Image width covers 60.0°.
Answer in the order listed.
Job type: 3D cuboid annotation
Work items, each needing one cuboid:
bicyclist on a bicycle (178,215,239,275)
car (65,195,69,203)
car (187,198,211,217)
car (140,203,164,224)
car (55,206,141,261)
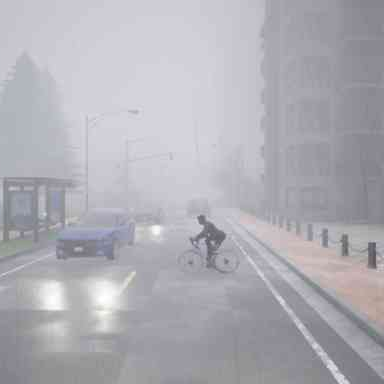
[{"bbox_3d":[0.438,1.442,9.023,1.656,1.620,0.582,-1,0,1],"label":"bicyclist on a bicycle"},{"bbox_3d":[-23.910,1.150,60.095,1.932,1.855,4.605,0,0,0],"label":"car"},{"bbox_3d":[0.656,1.347,30.951,2.097,1.767,4.553,0,0,1],"label":"car"},{"bbox_3d":[-3.137,1.522,24.545,1.812,1.442,4.674,0,0,1],"label":"car"},{"bbox_3d":[-3.393,1.476,12.563,1.882,1.535,5.008,0,0,1],"label":"car"}]
